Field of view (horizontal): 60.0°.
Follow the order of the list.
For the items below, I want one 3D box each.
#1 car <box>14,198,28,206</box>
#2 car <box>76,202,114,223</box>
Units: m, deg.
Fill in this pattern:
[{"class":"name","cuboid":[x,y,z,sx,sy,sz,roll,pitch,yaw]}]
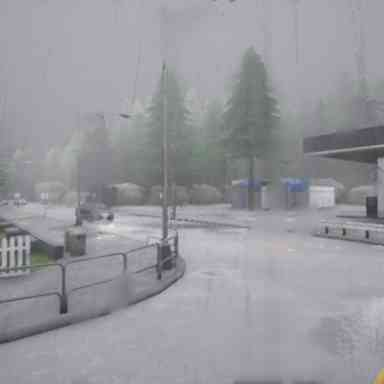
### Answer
[{"class":"car","cuboid":[-30.842,1.852,59.982,1.812,1.442,4.674,0,0,-34]},{"class":"car","cuboid":[-7.772,1.590,26.503,2.128,1.511,4.902,0,0,-34]}]
